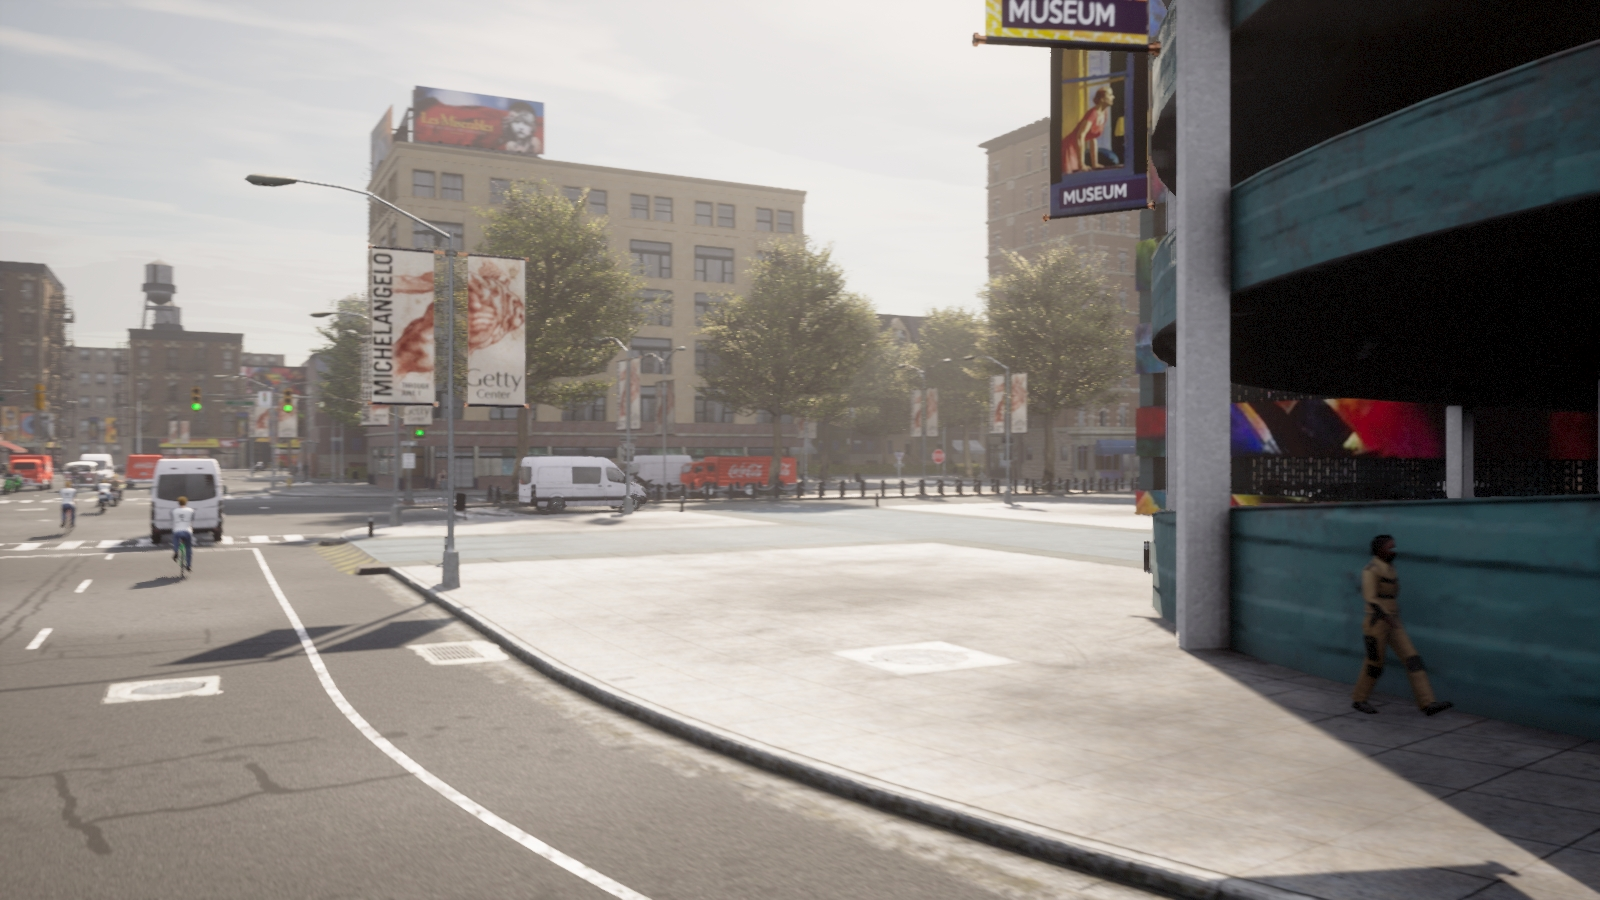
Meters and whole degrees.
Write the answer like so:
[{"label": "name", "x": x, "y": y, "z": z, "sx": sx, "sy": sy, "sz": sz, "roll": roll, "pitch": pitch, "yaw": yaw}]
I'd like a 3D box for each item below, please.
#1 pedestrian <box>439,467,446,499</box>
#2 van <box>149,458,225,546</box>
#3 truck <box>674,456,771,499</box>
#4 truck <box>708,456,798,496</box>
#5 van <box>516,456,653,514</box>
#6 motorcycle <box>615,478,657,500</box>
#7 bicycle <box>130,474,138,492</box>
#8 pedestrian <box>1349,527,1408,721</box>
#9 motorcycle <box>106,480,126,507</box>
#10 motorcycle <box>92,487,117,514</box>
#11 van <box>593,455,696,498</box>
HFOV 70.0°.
[{"label": "pedestrian", "x": -20.909, "y": 1.902, "z": 66.822, "sx": 0.375, "sy": 1.860, "sz": 0.375, "roll": 0, "pitch": 0, "yaw": -22}, {"label": "van", "x": -19.657, "y": 1.559, "z": 36.716, "sx": 1.988, "sy": 2.561, "sz": 5.915, "roll": 0, "pitch": 0, "yaw": -28}, {"label": "truck", "x": -4.646, "y": 1.633, "z": 68.870, "sx": 5.204, "sy": 2.467, "sz": 2.627, "roll": 0, "pitch": 0, "yaw": -28}, {"label": "truck", "x": -3.031, "y": 1.648, "z": 73.677, "sx": 5.204, "sy": 2.467, "sz": 2.627, "roll": 1, "pitch": 0, "yaw": -28}, {"label": "van", "x": -9.950, "y": 1.582, "z": 52.988, "sx": 5.915, "sy": 2.561, "sz": 1.988, "roll": 0, "pitch": 0, "yaw": -32}, {"label": "motorcycle", "x": -9.510, "y": 2.267, "z": 66.312, "sx": 2.209, "sy": 1.251, "sz": 0.867, "roll": 0, "pitch": 0, "yaw": -28}, {"label": "bicycle", "x": -45.574, "y": 2.254, "z": 78.170, "sx": 0.373, "sy": 1.196, "sz": 1.643, "roll": 0, "pitch": -1, "yaw": -28}, {"label": "pedestrian", "x": 5.766, "y": 1.715, "z": 11.390, "sx": 0.375, "sy": 1.860, "sz": 0.375, "roll": 0, "pitch": 0, "yaw": -28}, {"label": "motorcycle", "x": -34.651, "y": 2.205, "z": 57.903, "sx": 0.764, "sy": 1.277, "sz": 2.356, "roll": 0, "pitch": 0, "yaw": -28}, {"label": "motorcycle", "x": -31.107, "y": 2.244, "z": 51.125, "sx": 0.803, "sy": 1.145, "sz": 2.033, "roll": 0, "pitch": 0, "yaw": -28}, {"label": "van", "x": -9.540, "y": 1.600, "z": 70.245, "sx": 5.915, "sy": 2.561, "sz": 1.988, "roll": 0, "pitch": 0, "yaw": -28}]
